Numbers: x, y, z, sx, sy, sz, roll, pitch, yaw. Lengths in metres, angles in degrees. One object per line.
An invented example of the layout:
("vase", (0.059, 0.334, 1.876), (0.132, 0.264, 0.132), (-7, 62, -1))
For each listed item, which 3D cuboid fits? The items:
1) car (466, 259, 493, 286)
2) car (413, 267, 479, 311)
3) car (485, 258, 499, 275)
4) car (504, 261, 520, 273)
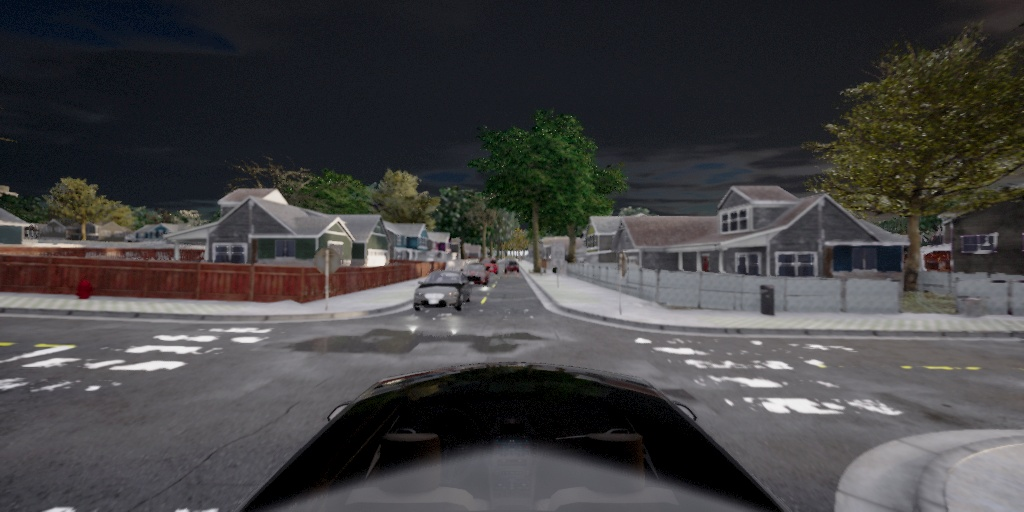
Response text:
("car", (-2.846, 1.357, 27.938), (2.097, 1.767, 4.553), (0, 0, 0))
("car", (-2.832, 1.398, 15.411), (2.128, 1.511, 4.902), (0, -1, 0))
("car", (-2.828, 1.309, 45.125), (2.150, 2.045, 5.566), (0, 1, 0))
("car", (0.004, 1.468, 50.781), (2.097, 1.767, 4.553), (0, 0, 0))
